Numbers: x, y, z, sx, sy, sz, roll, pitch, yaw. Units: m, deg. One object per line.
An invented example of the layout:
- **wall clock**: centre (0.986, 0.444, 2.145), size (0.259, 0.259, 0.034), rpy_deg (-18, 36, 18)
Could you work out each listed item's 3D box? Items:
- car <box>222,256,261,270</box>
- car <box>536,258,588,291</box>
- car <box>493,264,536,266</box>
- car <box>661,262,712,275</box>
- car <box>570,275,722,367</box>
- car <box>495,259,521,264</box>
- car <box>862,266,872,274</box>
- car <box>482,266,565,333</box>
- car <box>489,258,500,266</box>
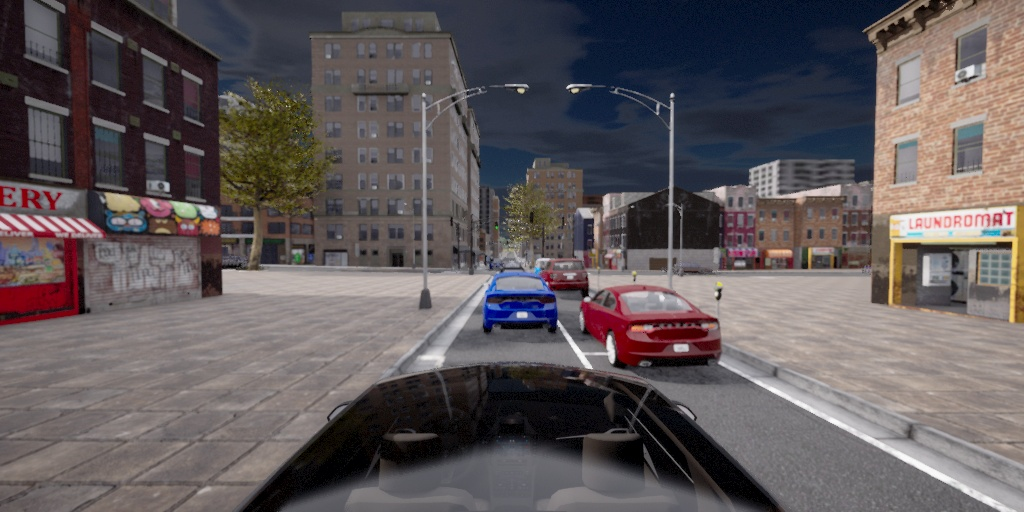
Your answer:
- **car**: centre (-30.129, 0.772, 39.125), size (4.902, 1.511, 2.128), rpy_deg (1, 2, 0)
- **car**: centre (2.623, 1.042, 18.350), size (2.192, 1.841, 5.009), rpy_deg (0, 0, 0)
- **car**: centre (0.079, 1.291, 19.013), size (1.994, 1.385, 4.181), rpy_deg (0, 0, -1)
- **car**: centre (20.512, 1.424, 42.164), size (5.357, 1.411, 2.033), rpy_deg (0, 2, 0)
- **car**: centre (2.632, 1.282, 7.771), size (1.888, 1.381, 4.507), rpy_deg (0, 0, 0)
- **car**: centre (0.048, 1.219, 28.563), size (2.128, 1.511, 4.902), rpy_deg (0, 0, 0)
- **car**: centre (44.065, 1.434, 42.143), size (4.674, 1.442, 1.812), rpy_deg (0, 2, 1)
- **car**: centre (0.138, 1.211, 10.718), size (1.882, 1.535, 5.008), rpy_deg (0, 0, -2)
- **car**: centre (-2.803, 1.351, 62.282), size (2.150, 2.045, 5.566), rpy_deg (0, -1, 1)
